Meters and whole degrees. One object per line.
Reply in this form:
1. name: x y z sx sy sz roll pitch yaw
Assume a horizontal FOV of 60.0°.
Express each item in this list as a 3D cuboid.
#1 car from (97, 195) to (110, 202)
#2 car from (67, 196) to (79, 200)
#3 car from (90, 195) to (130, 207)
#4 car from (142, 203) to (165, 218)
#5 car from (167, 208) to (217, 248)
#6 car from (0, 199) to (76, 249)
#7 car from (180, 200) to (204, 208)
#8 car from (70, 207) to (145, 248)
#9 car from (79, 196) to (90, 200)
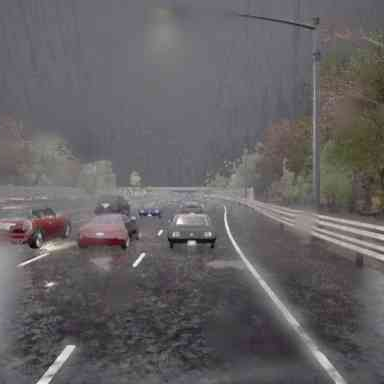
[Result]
1. car: -21.000 1.558 78.869 1.837 1.490 4.892 0 0 0
2. car: -28.000 1.583 78.868 2.128 1.511 4.902 0 0 0
3. car: -7.000 1.267 29.682 2.150 2.045 5.566 0 0 0
4. car: -3.500 1.625 29.681 1.895 1.301 4.718 0 0 0
5. car: 0.000 1.616 14.681 1.895 1.301 4.718 0 0 0
6. car: -7.000 1.366 14.621 2.097 1.767 4.553 0 0 0
7. car: 0.000 1.526 29.651 1.837 1.490 4.892 0 0 0
8. car: -3.500 1.572 14.651 1.994 1.385 4.181 0 0 0
9. car: -24.500 1.611 78.868 1.994 1.385 4.181 0 0 0
